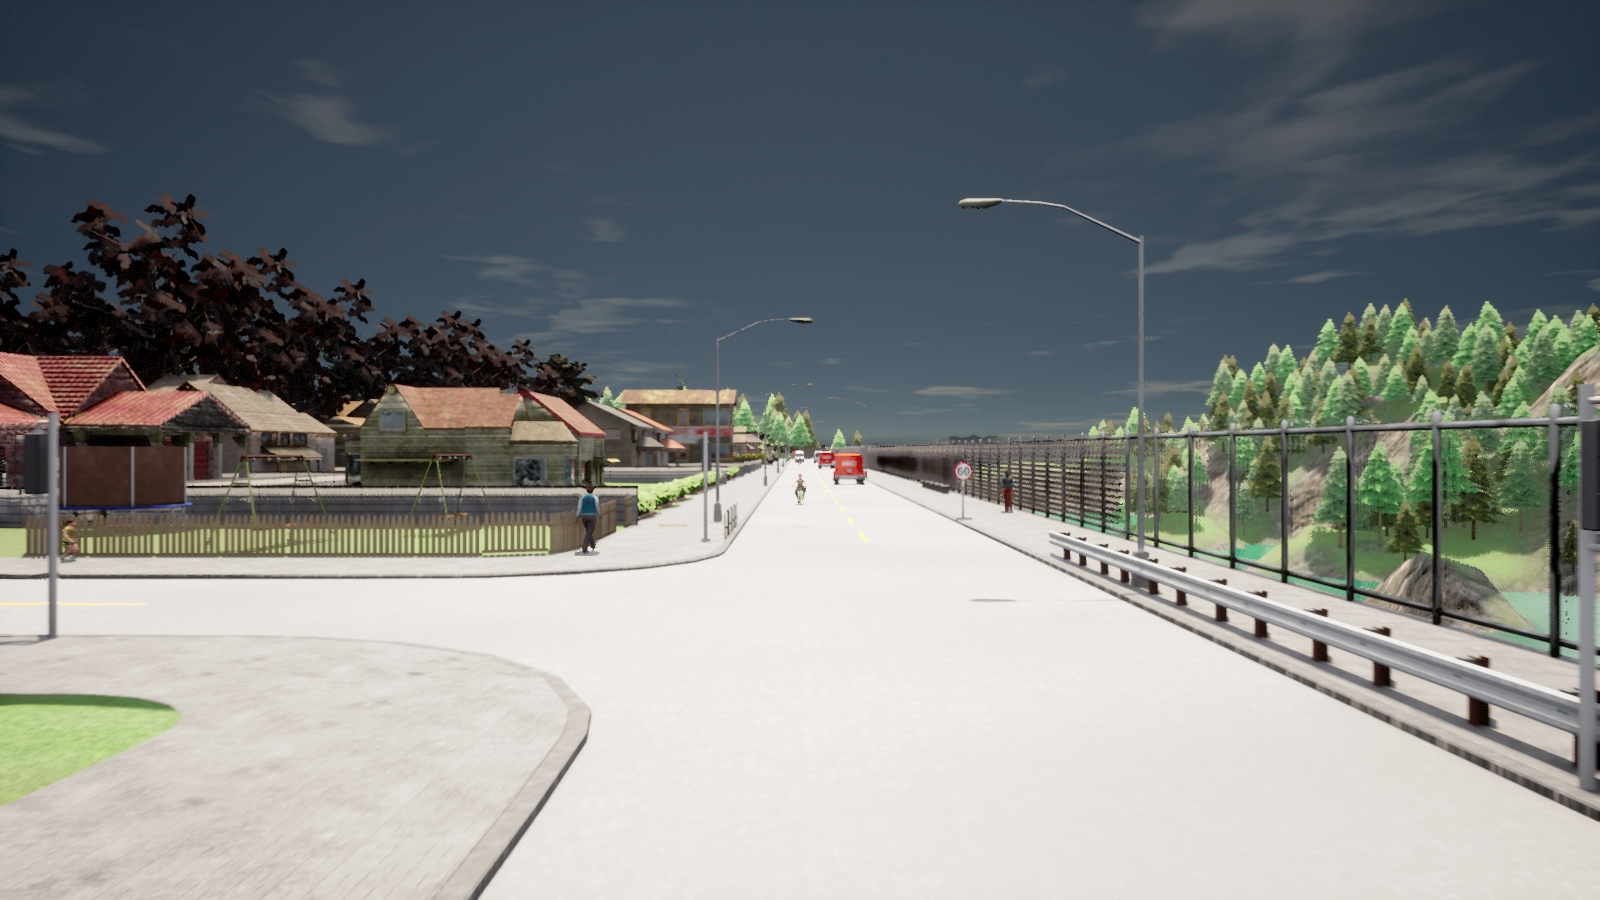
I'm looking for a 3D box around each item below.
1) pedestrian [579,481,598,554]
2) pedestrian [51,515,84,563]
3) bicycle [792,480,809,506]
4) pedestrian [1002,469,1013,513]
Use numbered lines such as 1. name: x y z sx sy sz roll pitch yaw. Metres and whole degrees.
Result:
1. pedestrian: -5.474 1.742 29.544 0.375 1.860 0.375 0 0 8
2. pedestrian: -17.519 2.122 27.333 0.500 1.100 0.500 0 0 -3
3. bicycle: 0.014 2.150 57.409 0.859 1.276 1.487 0 0 0
4. pedestrian: 8.829 1.737 48.633 0.375 1.860 0.375 0 0 1
